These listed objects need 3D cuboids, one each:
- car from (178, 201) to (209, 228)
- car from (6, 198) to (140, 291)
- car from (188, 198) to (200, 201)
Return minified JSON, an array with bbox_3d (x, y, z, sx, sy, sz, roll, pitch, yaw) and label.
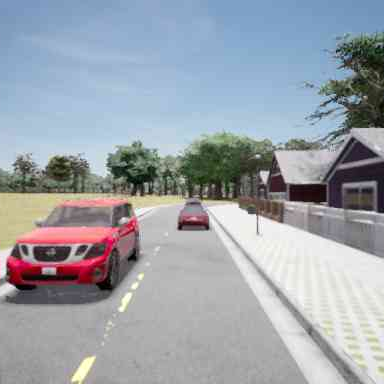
[{"bbox_3d":[0.102,1.549,21.849,1.994,1.385,4.181,0,0,0],"label":"car"},{"bbox_3d":[-2.846,1.220,9.388,2.150,2.045,5.566,0,0,0],"label":"car"},{"bbox_3d":[0.247,1.470,39.648,1.837,1.490,4.892,0,0,2],"label":"car"}]
